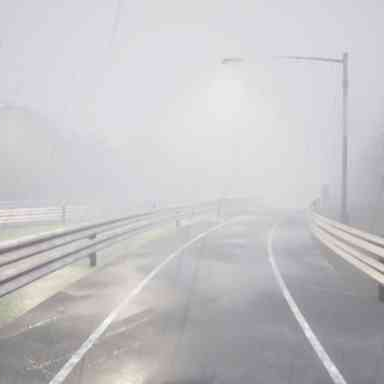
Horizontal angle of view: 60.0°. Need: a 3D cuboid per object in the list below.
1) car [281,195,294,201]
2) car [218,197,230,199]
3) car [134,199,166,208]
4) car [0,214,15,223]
[{"bbox_3d":[22.779,1.441,79.253,2.128,1.511,4.902,0,0,36],"label":"car"},{"bbox_3d":[5.554,1.540,55.813,1.812,1.442,4.674,0,0,36],"label":"car"},{"bbox_3d":[-5.109,1.628,41.304,1.812,1.442,4.674,0,0,36],"label":"car"},{"bbox_3d":[-16.426,1.727,25.903,2.128,1.511,4.902,0,1,36],"label":"car"}]
